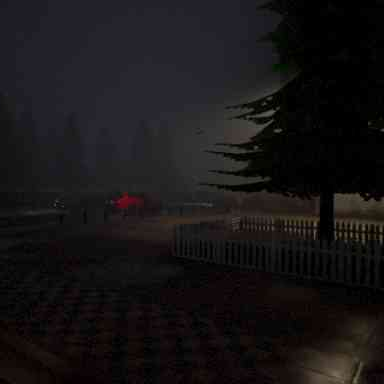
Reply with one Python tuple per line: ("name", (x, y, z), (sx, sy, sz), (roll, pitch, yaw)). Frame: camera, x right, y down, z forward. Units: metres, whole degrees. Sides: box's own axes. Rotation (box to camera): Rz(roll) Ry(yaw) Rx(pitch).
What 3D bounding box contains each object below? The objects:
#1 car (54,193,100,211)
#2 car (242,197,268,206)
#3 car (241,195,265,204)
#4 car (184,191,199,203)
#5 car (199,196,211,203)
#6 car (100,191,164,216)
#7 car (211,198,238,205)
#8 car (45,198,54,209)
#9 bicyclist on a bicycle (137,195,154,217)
("car", (-10.668, 1.065, 33.170), (2.128, 1.511, 4.902), (1, 1, 35))
("car", (9.287, 1.232, 48.829), (2.033, 1.411, 5.357), (1, 1, 36))
("car", (10.410, 1.178, 56.545), (2.033, 1.411, 5.357), (1, 1, 35))
("car", (1.005, 0.749, 55.420), (2.150, 2.045, 5.566), (1, 0, 36))
("car", (3.842, 1.124, 53.383), (2.033, 1.411, 5.357), (1, 1, 36))
("car", (-4.861, 0.905, 28.982), (2.150, 2.045, 5.566), (1, 1, 36))
("car", (5.094, 1.195, 48.986), (1.994, 1.385, 4.181), (1, 1, 35))
("car", (-13.232, 0.873, 35.595), (2.097, 1.767, 4.553), (1, 1, 35))
("bicyclist on a bicycle", (-3.424, 1.045, 24.408), (1.656, 1.620, 0.582), (1, 1, 35))
